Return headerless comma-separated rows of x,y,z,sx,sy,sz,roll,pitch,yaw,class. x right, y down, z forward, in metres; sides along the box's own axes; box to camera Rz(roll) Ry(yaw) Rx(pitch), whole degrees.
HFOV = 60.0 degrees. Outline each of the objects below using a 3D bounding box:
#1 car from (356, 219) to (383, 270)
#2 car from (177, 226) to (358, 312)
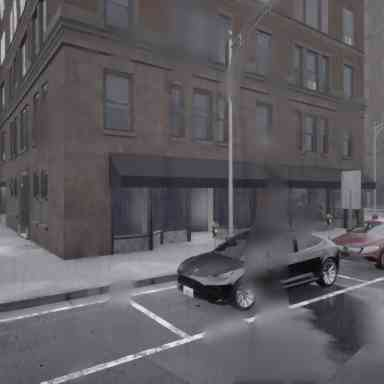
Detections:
6.180,1.582,10.942,4.206,1.307,1.802,0,0,-35,car
1.702,1.566,7.748,4.313,1.339,1.947,0,0,-35,car
